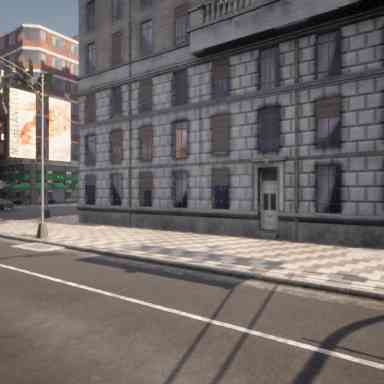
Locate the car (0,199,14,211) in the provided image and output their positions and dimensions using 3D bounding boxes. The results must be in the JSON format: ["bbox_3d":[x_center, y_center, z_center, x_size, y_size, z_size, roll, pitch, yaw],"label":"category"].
[{"bbox_3d":[-22.967,1.504,37.807,1.837,1.490,4.892,0,0,36],"label":"car"}]
